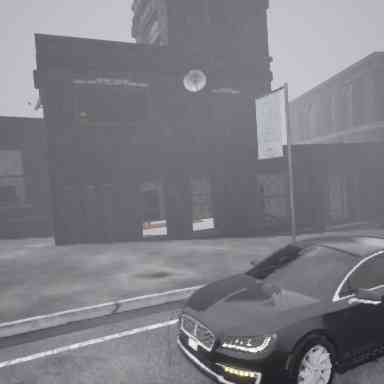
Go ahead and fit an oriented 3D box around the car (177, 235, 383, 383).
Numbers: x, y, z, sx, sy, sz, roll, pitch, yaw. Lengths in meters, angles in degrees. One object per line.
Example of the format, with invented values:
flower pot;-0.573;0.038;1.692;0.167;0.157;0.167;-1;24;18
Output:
car;2.144;1.477;4.967;4.892;1.490;1.837;0;0;-29
